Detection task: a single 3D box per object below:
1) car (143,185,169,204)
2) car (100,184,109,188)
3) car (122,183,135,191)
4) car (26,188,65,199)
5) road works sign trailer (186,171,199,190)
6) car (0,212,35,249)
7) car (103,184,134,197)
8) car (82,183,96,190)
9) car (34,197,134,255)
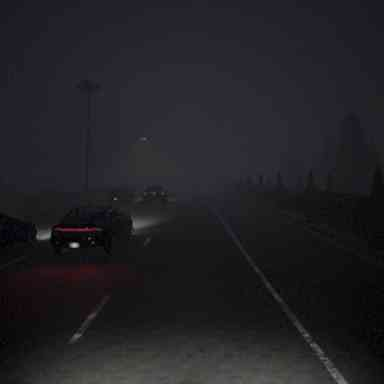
[{"bbox_3d":[-3.401,0.106,32.106,2.097,1.767,4.553,0,3,0],"label":"car"},{"bbox_3d":[-17.502,-0.954,68.341,1.895,1.301,4.718,0,0,0],"label":"car"},{"bbox_3d":[-14.002,-1.027,73.668,1.882,1.535,5.008,0,-2,0],"label":"car"},{"bbox_3d":[-14.099,0.288,32.403,2.033,1.411,5.357,0,3,0],"label":"car"},{"bbox_3d":[0.058,-2.080,62.890,2.380,3.560,2.880,0,1,3],"label":"road works sign trailer"},{"bbox_3d":[-6.901,1.298,10.839,1.812,1.442,4.674,0,2,0],"label":"car"},{"bbox_3d":[-6.901,0.247,32.368,1.837,1.490,4.892,0,3,0],"label":"car"},{"bbox_3d":[-21.002,-1.053,67.955,1.837,1.490,4.892,0,0,0],"label":"car"},{"bbox_3d":[-3.401,1.213,12.039,2.128,1.511,4.902,0,3,0],"label":"car"}]
